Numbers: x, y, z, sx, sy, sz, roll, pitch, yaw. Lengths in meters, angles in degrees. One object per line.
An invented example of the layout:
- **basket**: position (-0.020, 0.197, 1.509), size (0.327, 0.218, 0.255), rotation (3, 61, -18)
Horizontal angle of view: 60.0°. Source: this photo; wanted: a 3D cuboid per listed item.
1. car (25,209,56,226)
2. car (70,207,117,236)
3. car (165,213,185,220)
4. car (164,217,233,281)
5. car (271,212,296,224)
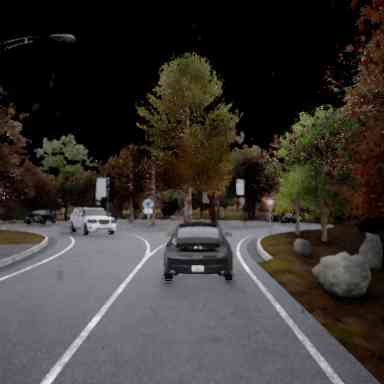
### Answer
- **car**: position (-19.675, 3.276, 43.475), size (2.150, 2.045, 5.566), rotation (-1, -3, -2)
- **car**: position (-7.559, 2.165, 25.138), size (2.150, 2.045, 5.566), rotation (3, -5, -35)
- **car**: position (-2.874, 4.562, 60.645), size (4.181, 1.385, 1.994), rotation (1, -4, 3)
- **car**: position (0.223, 1.699, 10.424), size (1.837, 1.490, 4.892), rotation (0, -2, 2)
- **car**: position (13.006, 3.667, 47.802), size (2.097, 1.767, 4.553), rotation (0, -3, -9)
